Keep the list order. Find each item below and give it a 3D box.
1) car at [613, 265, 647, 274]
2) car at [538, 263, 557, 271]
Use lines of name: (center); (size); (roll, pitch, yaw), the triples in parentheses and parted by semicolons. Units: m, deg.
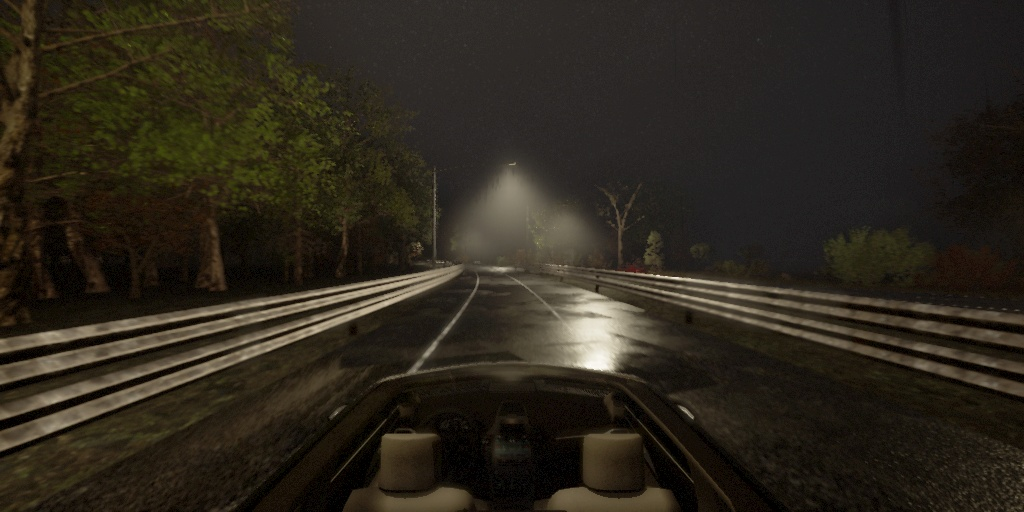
car: (13.634, 1.803, 41.689); (1.812, 1.442, 4.674); (0, 0, -23)
car: (5.948, 1.847, 60.142); (2.128, 1.511, 4.902); (0, 0, -23)
